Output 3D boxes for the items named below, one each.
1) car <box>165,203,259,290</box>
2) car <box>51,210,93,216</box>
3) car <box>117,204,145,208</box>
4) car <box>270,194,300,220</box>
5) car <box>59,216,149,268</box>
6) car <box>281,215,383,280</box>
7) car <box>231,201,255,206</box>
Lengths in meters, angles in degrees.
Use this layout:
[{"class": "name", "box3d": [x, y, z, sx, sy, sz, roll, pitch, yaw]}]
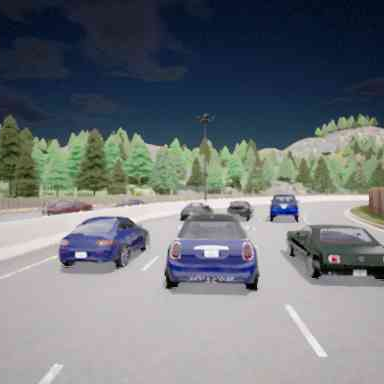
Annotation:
[{"class": "car", "box3d": [0.590, 1.343, 9.300, 2.097, 1.767, 4.553, 0, 0, 5]}, {"class": "car", "box3d": [-10.432, 1.461, 28.364, 1.882, 1.535, 5.008, 0, 0, 15]}, {"class": "car", "box3d": [-5.886, 1.485, 31.650, 1.837, 1.490, 4.892, 0, 0, 17]}, {"class": "car", "box3d": [7.562, 1.190, 27.158, 2.150, 2.045, 5.566, 0, 0, 17]}, {"class": "car", "box3d": [-2.759, 1.518, 11.209, 1.812, 1.442, 4.674, 0, 0, 6]}, {"class": "car", "box3d": [4.107, 1.588, 9.913, 1.895, 1.301, 4.718, 0, 0, 5]}, {"class": "car", "box3d": [4.043, 1.476, 27.471, 1.837, 1.490, 4.892, 0, 0, 16]}]
